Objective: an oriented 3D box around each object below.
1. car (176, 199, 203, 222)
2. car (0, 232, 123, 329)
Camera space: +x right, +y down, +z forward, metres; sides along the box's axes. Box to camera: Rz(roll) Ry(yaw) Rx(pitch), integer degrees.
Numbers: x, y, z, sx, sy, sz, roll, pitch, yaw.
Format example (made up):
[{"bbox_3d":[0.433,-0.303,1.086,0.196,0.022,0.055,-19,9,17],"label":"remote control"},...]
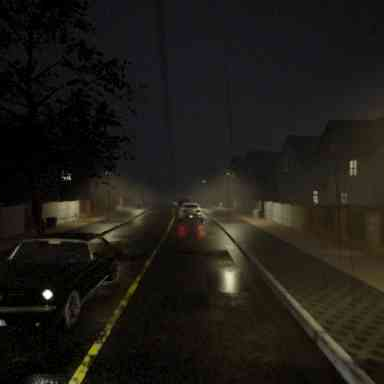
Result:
[{"bbox_3d":[-0.123,1.539,26.263,1.812,1.442,4.674,0,0,-2],"label":"car"},{"bbox_3d":[-2.856,1.596,7.051,1.895,1.301,4.718,0,0,0],"label":"car"}]
